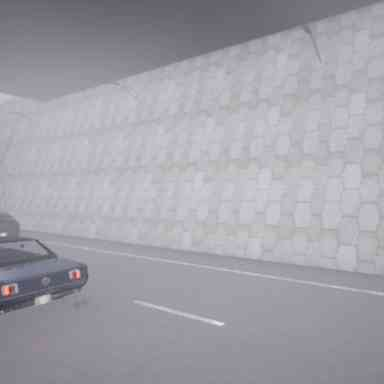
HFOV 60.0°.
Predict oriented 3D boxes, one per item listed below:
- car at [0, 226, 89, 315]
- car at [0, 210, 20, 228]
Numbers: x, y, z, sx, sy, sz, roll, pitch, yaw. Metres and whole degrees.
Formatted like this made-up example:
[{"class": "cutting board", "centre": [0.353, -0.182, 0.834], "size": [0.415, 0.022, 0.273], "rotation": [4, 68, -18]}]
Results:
[{"class": "car", "centre": [-4.430, 1.614, 7.156], "size": [4.718, 1.301, 1.895], "rotation": [0, 0, 36]}, {"class": "car", "centre": [-9.798, 1.533, 15.298], "size": [4.892, 1.490, 1.837], "rotation": [0, 0, 36]}]
